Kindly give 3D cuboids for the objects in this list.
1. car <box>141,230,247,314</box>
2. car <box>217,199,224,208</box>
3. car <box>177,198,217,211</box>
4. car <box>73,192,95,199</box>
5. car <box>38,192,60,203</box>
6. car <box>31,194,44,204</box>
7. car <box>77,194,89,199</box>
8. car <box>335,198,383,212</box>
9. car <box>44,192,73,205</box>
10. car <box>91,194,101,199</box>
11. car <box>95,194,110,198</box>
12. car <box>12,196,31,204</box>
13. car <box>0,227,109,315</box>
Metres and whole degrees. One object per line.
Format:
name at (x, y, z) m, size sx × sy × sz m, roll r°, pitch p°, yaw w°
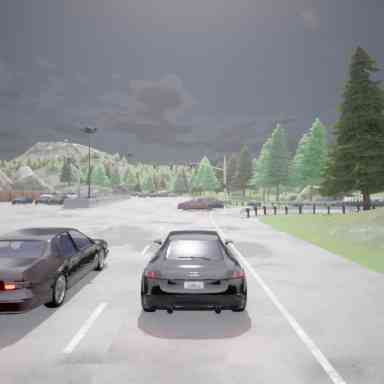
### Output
car at (0.035, 1.563, 7.694) m, size 1.994 × 1.385 × 4.181 m, roll 0°, pitch 0°, yaw 0°
car at (2.314, 1.440, 44.885) m, size 4.181 × 1.385 × 1.994 m, roll 0°, pitch 1°, yaw 41°
car at (0.396, 1.474, 38.008) m, size 4.181 × 1.385 × 1.994 m, roll 0°, pitch 0°, yaw -1°
car at (-21.589, 1.284, 66.203) m, size 2.128 × 1.511 × 4.902 m, roll 0°, pitch 0°, yaw -1°
car at (-28.594, 1.001, 66.662) m, size 2.150 × 2.045 × 5.566 m, roll 0°, pitch 0°, yaw -1°
car at (-25.062, 1.385, 56.613) m, size 1.994 × 1.385 × 4.181 m, roll 0°, pitch 0°, yaw 0°
car at (-29.561, 1.197, 90.127) m, size 2.128 × 1.511 × 4.902 m, roll 0°, pitch 0°, yaw -7°
car at (18.605, 1.399, 37.210) m, size 4.902 × 1.511 × 2.128 m, roll 0°, pitch 0°, yaw 9°
car at (-21.553, 1.185, 53.883) m, size 2.097 × 1.767 × 4.553 m, roll 0°, pitch 0°, yaw 0°
car at (-26.170, 1.220, 91.100) m, size 1.994 × 1.385 × 4.181 m, roll 0°, pitch 0°, yaw -7°
car at (-21.720, 1.245, 79.397) m, size 2.128 × 1.511 × 4.902 m, roll 0°, pitch 0°, yaw -1°
car at (-28.552, 1.387, 56.132) m, size 1.994 × 1.385 × 4.181 m, roll 0°, pitch 0°, yaw 0°
car at (-3.464, 1.547, 7.846) m, size 2.033 × 1.411 × 5.357 m, roll 0°, pitch 0°, yaw 0°
